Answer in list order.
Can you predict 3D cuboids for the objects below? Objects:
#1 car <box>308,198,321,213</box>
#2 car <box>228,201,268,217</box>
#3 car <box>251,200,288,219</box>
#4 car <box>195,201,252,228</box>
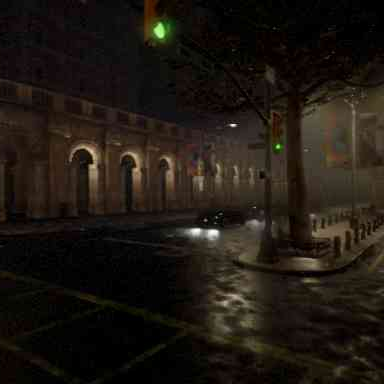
[{"bbox_3d":[13.027,1.473,37.370,1.882,1.535,5.008,0,0,36],"label":"car"},{"bbox_3d":[5.536,1.588,32.388,1.895,1.301,4.718,0,0,36],"label":"car"},{"bbox_3d":[7.163,1.486,29.261,2.128,1.511,4.902,0,0,36],"label":"car"},{"bbox_3d":[1.981,1.558,22.080,1.994,1.385,4.181,0,0,36],"label":"car"}]
